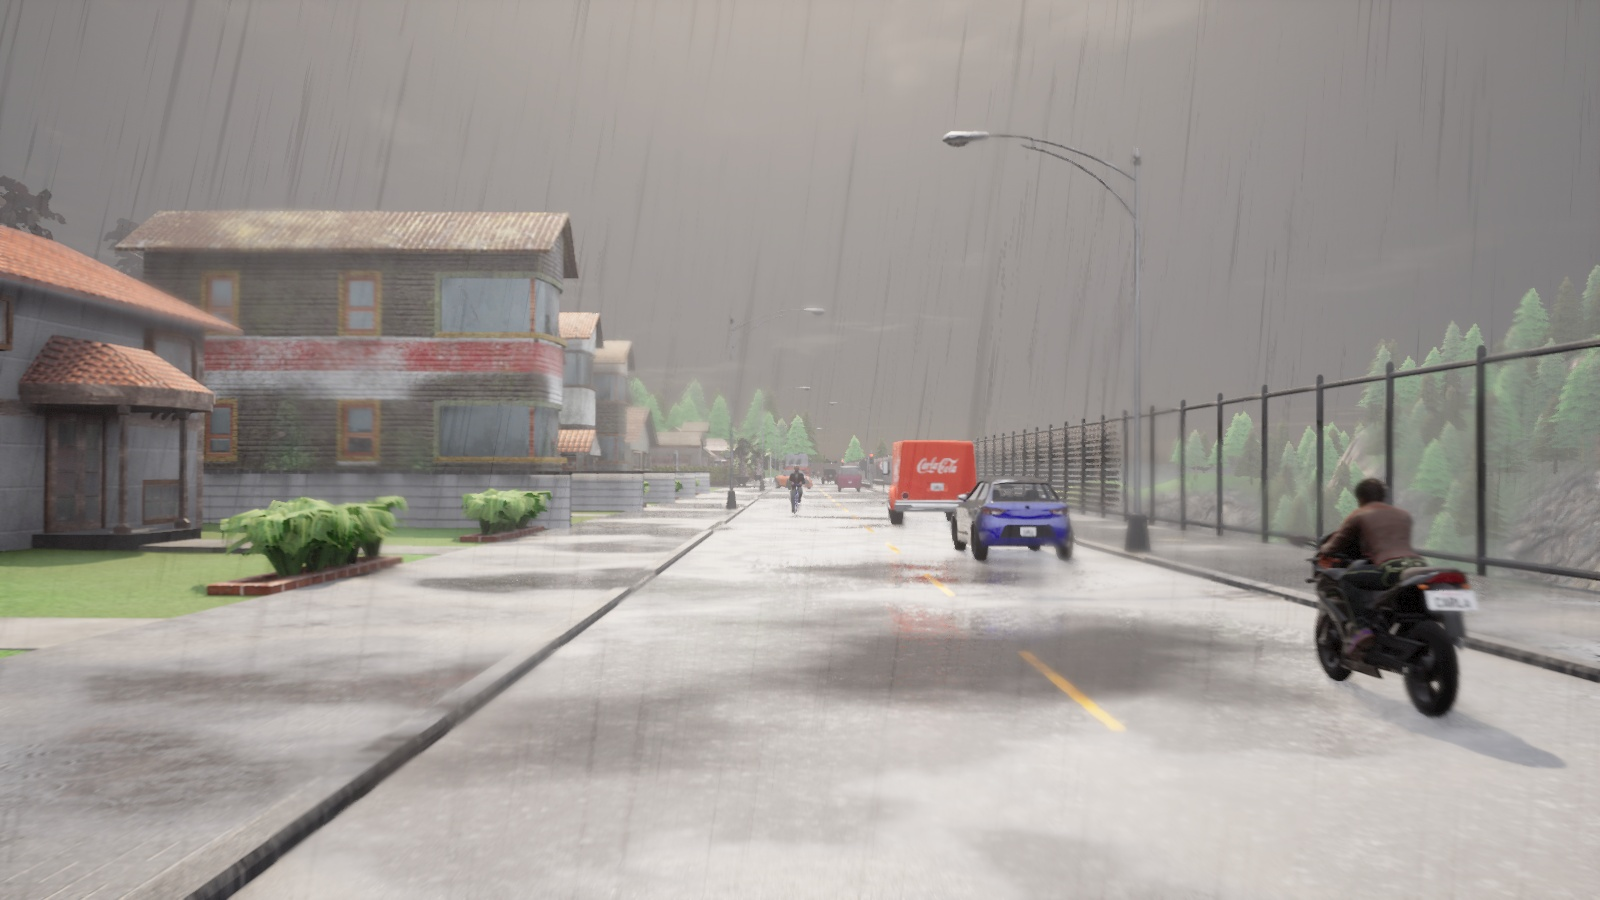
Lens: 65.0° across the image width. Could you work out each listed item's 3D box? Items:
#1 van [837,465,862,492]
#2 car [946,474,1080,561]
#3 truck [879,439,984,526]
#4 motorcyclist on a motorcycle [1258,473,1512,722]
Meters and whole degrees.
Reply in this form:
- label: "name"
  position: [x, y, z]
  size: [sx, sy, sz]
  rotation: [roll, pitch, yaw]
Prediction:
- label: "van"
  position: [3.763, 2.166, 96.420]
  size: [1.775, 1.987, 4.442]
  rotation: [0, -1, 0]
- label: "car"
  position: [3.942, 1.212, 23.867]
  size: [1.816, 1.474, 4.193]
  rotation: [0, -1, 0]
- label: "truck"
  position: [3.905, 0.955, 38.380]
  size: [2.627, 2.467, 5.204]
  rotation: [0, -1, 0]
- label: "motorcyclist on a motorcycle"
  position: [3.978, 0.928, 8.766]
  size: [0.797, 1.523, 2.044]
  rotation: [0, -1, 0]
